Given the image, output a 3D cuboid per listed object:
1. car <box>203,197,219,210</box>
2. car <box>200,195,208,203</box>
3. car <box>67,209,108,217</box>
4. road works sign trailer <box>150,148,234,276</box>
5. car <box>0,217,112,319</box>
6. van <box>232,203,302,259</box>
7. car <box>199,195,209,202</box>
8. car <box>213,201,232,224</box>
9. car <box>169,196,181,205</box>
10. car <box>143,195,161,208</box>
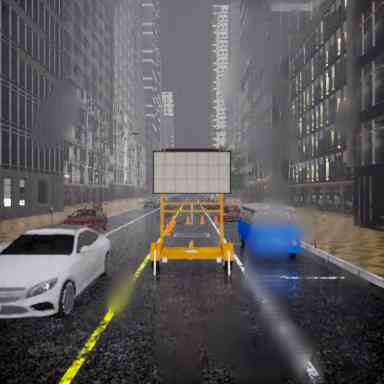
[{"bbox_3d":[2.683,1.573,40.744,1.802,1.307,4.206,0,0,0],"label":"car"},{"bbox_3d":[2.682,1.534,52.129,2.008,1.369,4.403,0,0,0],"label":"car"},{"bbox_3d":[-5.694,1.578,17.975,1.802,1.307,4.206,0,0,0],"label":"car"},{"bbox_3d":[-0.002,0.462,10.300,2.380,3.560,2.880,0,0,0],"label":"road works sign trailer"},{"bbox_3d":[-3.101,1.524,7.486,1.812,1.442,4.674,0,0,0],"label":"car"},{"bbox_3d":[2.688,1.339,12.282,1.690,1.788,3.998,0,0,0],"label":"van"},{"bbox_3d":[2.678,1.387,74.898,1.967,1.590,4.097,0,0,0],"label":"car"},{"bbox_3d":[2.686,1.577,23.666,1.802,1.307,4.206,0,0,0],"label":"car"},{"bbox_3d":[-3.011,1.451,60.009,1.882,1.535,5.008,0,0,0],"label":"car"},{"bbox_3d":[-5.698,1.539,46.438,2.008,1.369,4.403,0,0,0],"label":"car"}]
